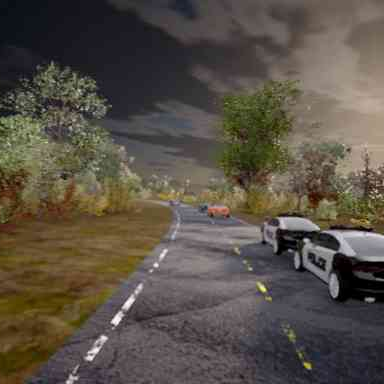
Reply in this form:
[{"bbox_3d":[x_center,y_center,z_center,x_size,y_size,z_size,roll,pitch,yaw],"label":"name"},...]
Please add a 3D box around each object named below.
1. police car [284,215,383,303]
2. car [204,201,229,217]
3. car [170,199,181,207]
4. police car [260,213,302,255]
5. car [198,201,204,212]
[{"bbox_3d":[4.230,1.708,9.086,1.930,1.638,5.238,2,-1,2],"label":"police car"},{"bbox_3d":[2.980,1.953,38.840,2.097,1.767,4.553,2,-1,-4],"label":"car"},{"bbox_3d":[-3.481,2.200,68.379,2.128,1.511,4.902,2,-1,-9],"label":"car"},{"bbox_3d":[4.385,1.789,15.131,1.930,1.638,5.238,2,-1,1],"label":"police car"},{"bbox_3d":[2.207,2.049,49.143,2.097,1.767,4.553,2,-1,-6],"label":"car"}]
